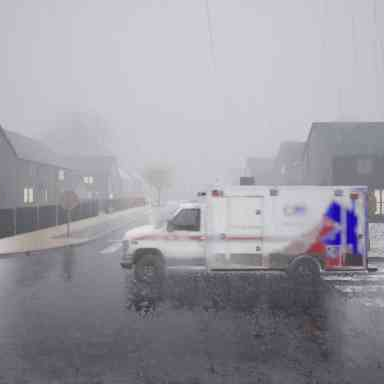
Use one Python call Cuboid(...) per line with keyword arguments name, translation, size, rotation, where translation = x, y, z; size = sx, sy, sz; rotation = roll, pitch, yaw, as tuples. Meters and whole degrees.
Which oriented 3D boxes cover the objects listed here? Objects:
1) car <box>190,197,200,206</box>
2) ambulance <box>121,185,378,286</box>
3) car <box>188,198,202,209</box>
Cuboid(name="car", translation=(0.525, 1.743, 61.660), size=(1.882, 1.535, 5.008), rotation=(0, 0, 0))
Cuboid(name="ambulance", translation=(1.339, 1.070, 9.091), size=(6.366, 2.431, 2.351), rotation=(0, -1, -1))
Cuboid(name="car", translation=(0.435, 1.681, 51.241), size=(2.128, 1.511, 4.902), rotation=(0, 0, 0))
